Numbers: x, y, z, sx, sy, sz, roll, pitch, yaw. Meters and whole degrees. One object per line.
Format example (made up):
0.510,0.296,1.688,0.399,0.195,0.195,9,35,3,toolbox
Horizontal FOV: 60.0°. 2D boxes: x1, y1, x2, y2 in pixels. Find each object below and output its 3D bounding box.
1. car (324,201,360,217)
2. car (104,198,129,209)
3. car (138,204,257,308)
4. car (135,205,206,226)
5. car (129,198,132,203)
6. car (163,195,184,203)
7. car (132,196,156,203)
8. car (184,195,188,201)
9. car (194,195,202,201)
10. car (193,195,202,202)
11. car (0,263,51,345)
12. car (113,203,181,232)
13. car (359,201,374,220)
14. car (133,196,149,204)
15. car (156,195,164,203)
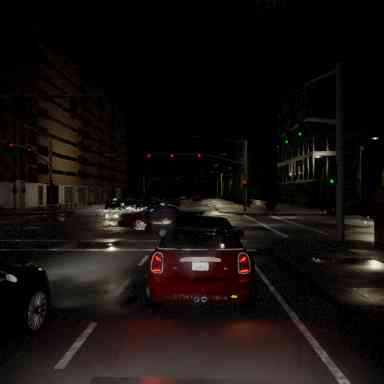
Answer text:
14.502,1.547,29.998,4.902,1.511,2.128,0,0,1,car
-10.166,1.564,44.118,1.994,1.385,4.181,0,0,1,car
0.218,1.352,8.085,2.097,1.767,4.553,0,0,2,car
-1.437,1.626,23.126,4.718,1.301,1.895,0,0,1,car
-9.978,1.601,52.920,1.895,1.301,4.718,0,0,2,car
-2.790,1.547,52.081,2.033,1.411,5.357,0,0,2,car
-6.636,1.564,46.114,1.994,1.385,4.181,0,0,1,car
-1.962,1.525,84.051,2.128,1.511,4.902,0,0,2,car
1.536,1.478,83.960,1.882,1.535,5.008,0,0,2,car
1.237,1.478,73.805,1.882,1.535,5.008,0,0,2,car
-3.397,1.492,3.856,2.128,1.511,4.902,0,0,1,car
-1.591,1.573,19.627,5.357,1.411,2.033,0,0,1,car
16.690,1.603,26.451,5.357,1.411,2.033,0,0,1,car
-9.642,1.491,63.012,2.128,1.511,4.902,0,0,2,car
-6.412,1.491,55.005,2.128,1.511,4.902,0,0,2,car
